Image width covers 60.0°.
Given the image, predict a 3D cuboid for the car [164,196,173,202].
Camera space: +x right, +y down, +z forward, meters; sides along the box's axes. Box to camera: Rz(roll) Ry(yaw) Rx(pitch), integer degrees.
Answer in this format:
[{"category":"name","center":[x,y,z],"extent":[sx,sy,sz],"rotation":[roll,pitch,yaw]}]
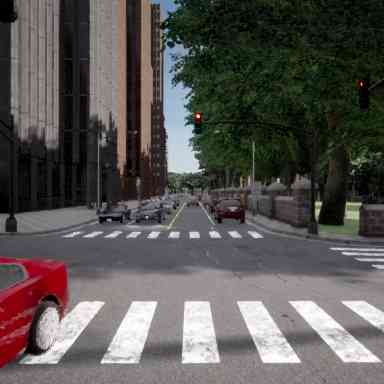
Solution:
[{"category":"car","center":[-5.665,1.621,79.795],"extent":[1.887,1.381,4.507],"rotation":[0,0,0]}]

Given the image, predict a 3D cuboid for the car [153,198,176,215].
[{"category":"car","center":[-3.056,1.622,34.751],"extent":[1.895,1.301,4.718],"rotation":[0,0,0]}]

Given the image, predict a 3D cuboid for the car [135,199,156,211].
[{"category":"car","center":[-5.711,1.579,41.595],"extent":[2.008,1.369,4.403],"rotation":[0,0,0]}]

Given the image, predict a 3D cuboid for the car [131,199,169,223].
[{"category":"car","center":[-3.075,1.516,25.496],"extent":[1.837,1.490,4.892],"rotation":[0,0,1]}]

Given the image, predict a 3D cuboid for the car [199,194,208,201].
[{"category":"car","center":[2.866,1.400,85.245],"extent":[2.192,1.841,5.009],"rotation":[0,0,0]}]

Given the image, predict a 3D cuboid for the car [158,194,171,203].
[{"category":"car","center":[-5.678,1.375,68.881],"extent":[2.192,1.841,5.009],"rotation":[0,0,0]}]

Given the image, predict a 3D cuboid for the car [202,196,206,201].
[{"category":"car","center":[2.820,1.586,47.049],"extent":[2.008,1.369,4.403],"rotation":[0,0,0]}]

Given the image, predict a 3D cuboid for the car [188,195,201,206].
[{"category":"car","center":[0.171,1.591,55.155],"extent":[2.033,1.411,5.357],"rotation":[0,0,0]}]

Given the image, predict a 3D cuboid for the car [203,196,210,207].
[{"category":"car","center":[2.814,1.579,41.592],"extent":[2.008,1.369,4.403],"rotation":[0,0,0]}]

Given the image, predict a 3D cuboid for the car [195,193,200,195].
[{"category":"car","center":[0.181,1.552,69.290],"extent":[2.128,1.511,4.902],"rotation":[0,0,0]}]

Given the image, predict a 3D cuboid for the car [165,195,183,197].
[{"category":"car","center":[-2.988,1.590,54.096],"extent":[2.033,1.411,5.357],"rotation":[0,0,0]}]

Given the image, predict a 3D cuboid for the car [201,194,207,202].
[{"category":"car","center":[2.827,1.481,52.505],"extent":[1.967,1.590,4.097],"rotation":[0,0,0]}]

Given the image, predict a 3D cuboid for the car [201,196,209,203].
[{"category":"car","center":[2.854,1.593,74.501],"extent":[1.752,1.417,4.829],"rotation":[0,0,0]}]

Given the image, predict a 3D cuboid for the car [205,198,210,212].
[{"category":"car","center":[2.807,1.588,36.136],"extent":[1.947,1.339,4.313],"rotation":[0,0,0]}]

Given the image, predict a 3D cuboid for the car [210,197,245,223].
[{"category":"car","center":[2.794,1.326,25.223],"extent":[2.192,1.841,5.009],"rotation":[0,0,0]}]

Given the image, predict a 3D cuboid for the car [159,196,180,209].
[{"category":"car","center":[-3.038,1.595,43.952],"extent":[1.994,1.385,4.181],"rotation":[0,0,0]}]

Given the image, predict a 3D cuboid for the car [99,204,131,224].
[{"category":"car","center":[-5.731,1.577,25.224],"extent":[1.947,1.339,4.313],"rotation":[0,0,0]}]

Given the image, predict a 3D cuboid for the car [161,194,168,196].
[{"category":"car","center":[-5.685,1.635,63.423],"extent":[1.802,1.307,4.206],"rotation":[0,0,0]}]

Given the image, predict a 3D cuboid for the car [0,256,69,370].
[{"category":"car","center":[-3.130,1.482,3.368],"extent":[1.882,1.535,5.008],"rotation":[-1,0,7]}]
